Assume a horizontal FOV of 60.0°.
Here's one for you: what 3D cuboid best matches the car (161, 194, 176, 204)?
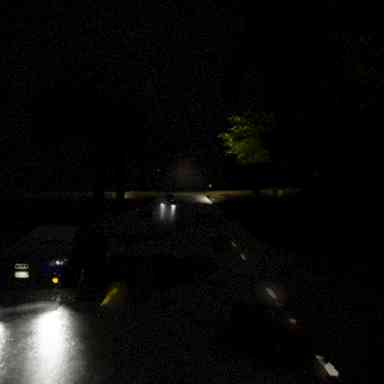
[{"bbox_3d":[-3.538,1.065,51.006,1.837,1.490,4.892,0,1,1],"label":"car"}]

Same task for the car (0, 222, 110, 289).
[{"bbox_3d":[-3.595,1.546,9.009,1.994,1.385,4.181,0,0,0],"label":"car"}]
